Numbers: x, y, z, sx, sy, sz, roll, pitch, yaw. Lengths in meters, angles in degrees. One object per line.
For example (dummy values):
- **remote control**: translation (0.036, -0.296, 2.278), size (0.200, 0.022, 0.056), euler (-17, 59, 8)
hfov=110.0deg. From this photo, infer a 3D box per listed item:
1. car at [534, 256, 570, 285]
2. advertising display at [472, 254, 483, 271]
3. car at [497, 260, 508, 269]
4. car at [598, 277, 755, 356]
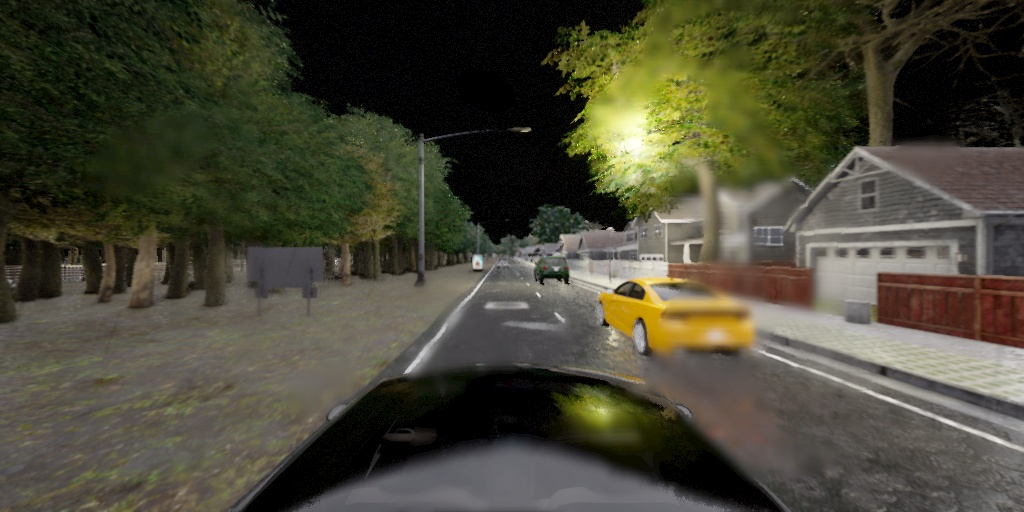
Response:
- **car**: translation (2.983, 1.038, 27.451), size (2.150, 2.045, 5.566), euler (0, 0, -2)
- **advertising display**: translation (-4.814, 0.935, 50.626), size (1.540, 2.440, 0.280), euler (0, 0, -2)
- **car**: translation (-1.597, 1.536, 62.481), size (1.895, 1.301, 4.718), euler (0, 0, 0)
- **car**: translation (3.485, 1.240, 8.679), size (1.882, 1.535, 5.008), euler (0, 0, -1)
